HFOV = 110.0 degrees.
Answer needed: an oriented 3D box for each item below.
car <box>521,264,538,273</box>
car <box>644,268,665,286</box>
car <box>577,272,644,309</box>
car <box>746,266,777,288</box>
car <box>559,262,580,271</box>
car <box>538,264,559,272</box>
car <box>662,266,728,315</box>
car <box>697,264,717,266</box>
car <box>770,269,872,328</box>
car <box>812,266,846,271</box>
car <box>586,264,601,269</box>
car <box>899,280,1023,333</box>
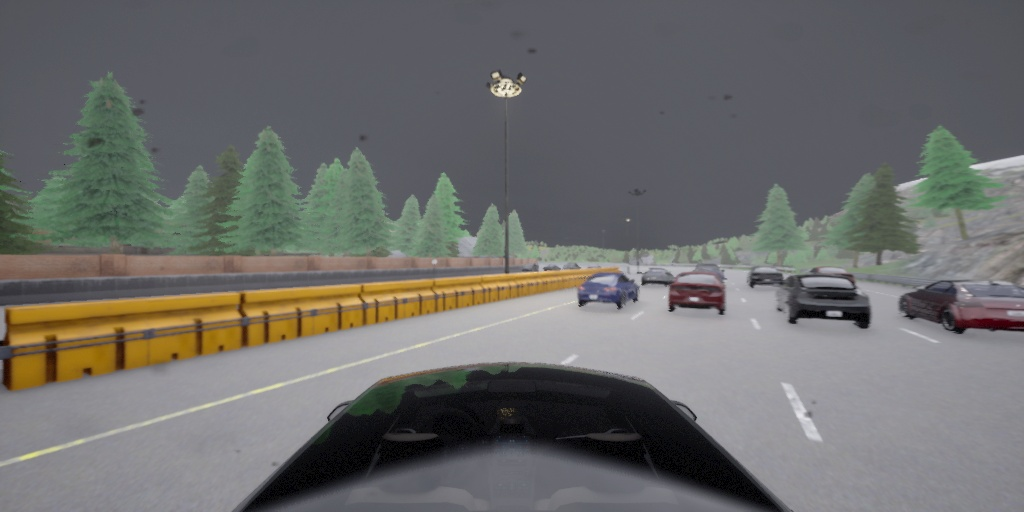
[{"bbox_3d":[3.071,2.022,59.658,1.837,1.490,4.892,0,0,21],"label":"car"},{"bbox_3d":[11.571,1.621,28.486,1.994,1.385,4.181,-1,-1,30],"label":"car"},{"bbox_3d":[4.356,1.447,16.006,1.812,1.442,4.674,-1,-1,31],"label":"car"},{"bbox_3d":[18.151,1.466,25.889,1.882,1.535,5.008,-1,-1,30],"label":"car"},{"bbox_3d":[9.341,1.799,56.575,2.097,1.767,4.553,-1,-1,21],"label":"car"},{"bbox_3d":[6.412,2.034,58.526,2.033,1.411,5.357,-1,-1,22],"label":"car"},{"bbox_3d":[7.614,1.365,14.639,1.882,1.535,5.008,-1,-1,31],"label":"car"},{"bbox_3d":[14.493,1.367,26.553,2.097,1.767,4.553,-1,-1,30],"label":"car"},{"bbox_3d":[10.056,1.345,11.896,1.837,1.490,4.892,-1,-1,31],"label":"car"},{"bbox_3d":[21.172,1.428,24.124,1.882,1.535,5.008,-1,-1,30],"label":"car"},{"bbox_3d":[12.674,1.941,55.459,1.812,1.442,4.674,-1,-1,21],"label":"car"},{"bbox_3d":[13.208,1.368,10.346,1.994,1.385,4.181,-1,-1,31],"label":"car"}]
